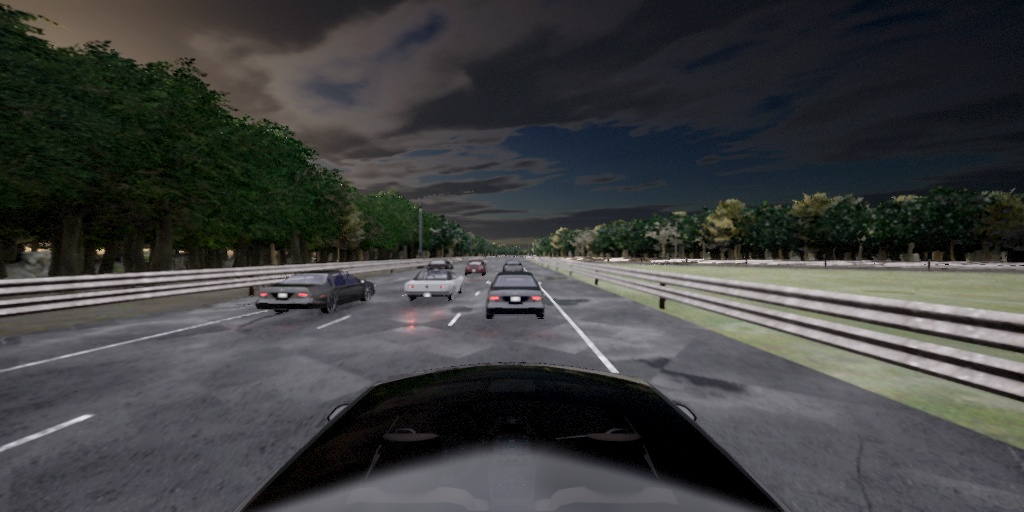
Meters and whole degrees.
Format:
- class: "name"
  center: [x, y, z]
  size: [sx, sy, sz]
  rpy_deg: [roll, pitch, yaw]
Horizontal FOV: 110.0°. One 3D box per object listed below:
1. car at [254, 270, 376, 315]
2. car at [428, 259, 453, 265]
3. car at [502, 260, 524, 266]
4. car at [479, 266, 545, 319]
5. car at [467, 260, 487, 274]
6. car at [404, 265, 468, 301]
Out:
- class: "car"
  center: [-6.904, 1.233, 13.313]
  size: [2.033, 1.411, 5.357]
  rpy_deg: [0, 0, 0]
- class: "car"
  center: [-6.907, 1.070, 34.896]
  size: [1.882, 1.535, 5.008]
  rpy_deg: [0, 0, 0]
- class: "car"
  center: [0.093, 1.090, 33.289]
  size: [2.128, 1.511, 4.902]
  rpy_deg: [0, 0, 0]
- class: "car"
  center: [0.099, 1.241, 12.539]
  size: [2.033, 1.411, 5.357]
  rpy_deg: [0, 0, 0]
- class: "car"
  center: [-3.407, 1.120, 34.381]
  size: [1.812, 1.442, 4.674]
  rpy_deg: [0, 0, 0]
- class: "car"
  center: [-3.410, 1.275, 16.673]
  size: [1.895, 1.301, 4.718]
  rpy_deg: [0, 0, 0]
